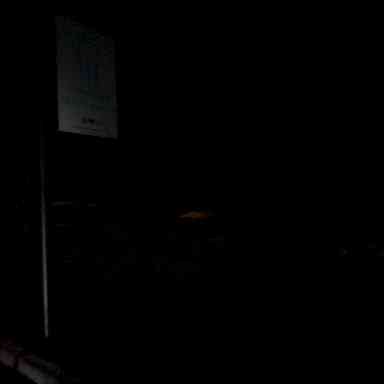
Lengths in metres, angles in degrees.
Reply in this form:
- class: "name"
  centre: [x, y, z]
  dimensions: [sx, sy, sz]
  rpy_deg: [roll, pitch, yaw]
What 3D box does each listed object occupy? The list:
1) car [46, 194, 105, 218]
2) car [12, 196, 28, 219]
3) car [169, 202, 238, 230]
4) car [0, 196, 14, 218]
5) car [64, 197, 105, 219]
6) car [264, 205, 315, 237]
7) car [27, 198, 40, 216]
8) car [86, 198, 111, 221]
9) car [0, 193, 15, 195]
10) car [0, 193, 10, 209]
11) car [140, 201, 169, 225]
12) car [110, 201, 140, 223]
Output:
- class: "car"
  centre: [-10.116, 1.213, 29.837]
  dimensions: [2.435, 2.045, 5.566]
  rpy_deg: [0, 0, 35]
- class: "car"
  centre: [-14.628, 1.457, 33.073]
  dimensions: [2.097, 1.535, 5.008]
  rpy_deg: [0, 0, 35]
- class: "car"
  centre: [1.104, 1.475, 21.669]
  dimensions: [1.946, 1.575, 5.366]
  rpy_deg: [0, 0, 35]
- class: "car"
  centre: [-16.782, 1.446, 34.836]
  dimensions: [1.946, 1.575, 5.366]
  rpy_deg: [0, 0, 35]
- class: "car"
  centre: [-7.834, 1.467, 28.256]
  dimensions: [2.097, 1.535, 5.008]
  rpy_deg: [0, 0, 35]
- class: "car"
  centre: [5.721, 1.513, 18.580]
  dimensions: [2.163, 1.488, 4.792]
  rpy_deg: [0, 0, 35]
- class: "car"
  centre: [-12.365, 1.463, 31.463]
  dimensions: [2.231, 1.521, 4.892]
  rpy_deg: [0, 0, 35]
- class: "car"
  centre: [-5.571, 1.470, 26.648]
  dimensions: [2.097, 1.535, 5.008]
  rpy_deg: [0, 0, 35]
- class: "car"
  centre: [-23.694, 1.156, 39.487]
  dimensions: [2.435, 2.045, 5.566]
  rpy_deg: [0, 0, 35]
- class: "car"
  centre: [-25.924, 1.137, 41.142]
  dimensions: [2.435, 2.045, 5.566]
  rpy_deg: [1, 0, 35]
- class: "car"
  centre: [-1.033, 1.505, 23.452]
  dimensions: [2.163, 1.488, 4.792]
  rpy_deg: [0, 0, 35]
- class: "car"
  centre: [-3.308, 1.474, 25.041]
  dimensions: [2.231, 1.521, 4.892]
  rpy_deg: [0, 0, 35]
